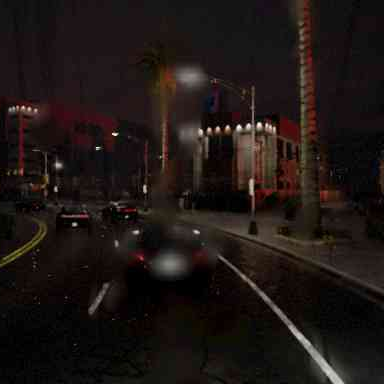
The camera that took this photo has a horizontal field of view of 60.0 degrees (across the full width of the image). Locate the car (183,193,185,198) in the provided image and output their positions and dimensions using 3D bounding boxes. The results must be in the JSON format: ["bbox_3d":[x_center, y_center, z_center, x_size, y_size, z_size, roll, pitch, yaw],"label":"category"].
[{"bbox_3d":[-0.737,1.366,64.778,4.674,1.452,2.002,0,0,33],"label":"car"}]

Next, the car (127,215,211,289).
[{"bbox_3d":[-0.699,1.553,9.227,1.994,1.385,4.181,0,0,-6],"label":"car"}]

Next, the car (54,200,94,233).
[{"bbox_3d":[-6.884,1.442,19.296,2.128,1.511,4.902,0,0,-21],"label":"car"}]

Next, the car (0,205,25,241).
[{"bbox_3d":[-8.877,1.493,14.116,2.033,1.411,5.357,0,0,-17],"label":"car"}]

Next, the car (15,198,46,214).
[{"bbox_3d":[-16.581,1.370,33.923,1.882,1.535,5.008,1,0,-43],"label":"car"}]

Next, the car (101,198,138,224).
[{"bbox_3d":[-5.373,1.446,24.240,2.128,1.511,4.902,0,0,-26],"label":"car"}]

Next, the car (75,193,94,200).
[{"bbox_3d":[-21.005,1.102,64.304,4.553,1.767,2.185,0,0,33],"label":"car"}]
